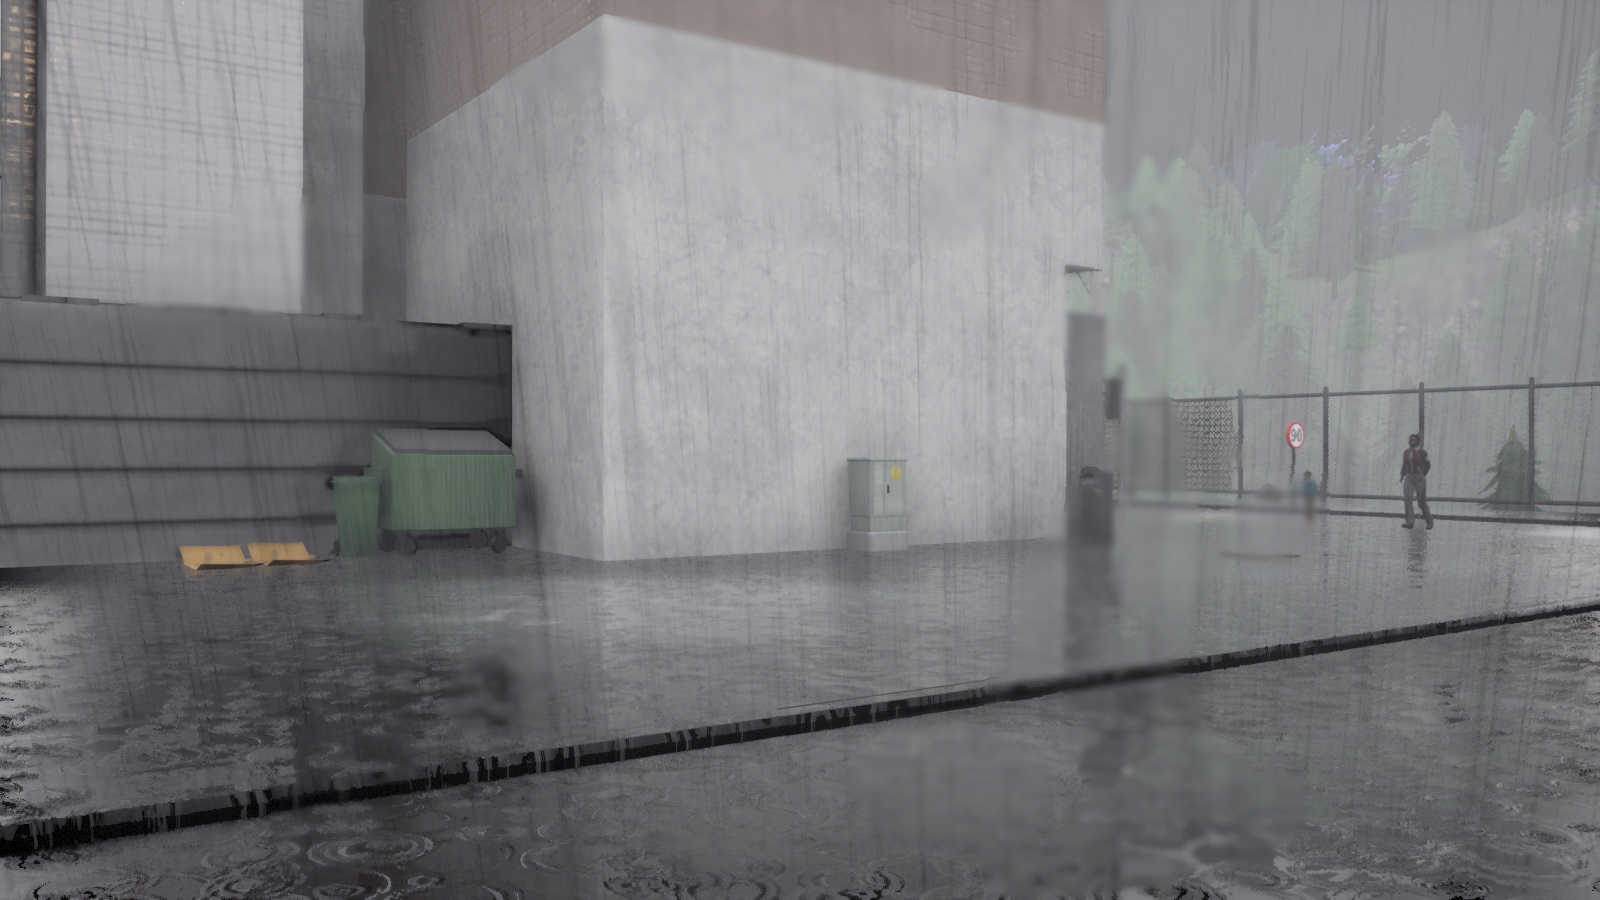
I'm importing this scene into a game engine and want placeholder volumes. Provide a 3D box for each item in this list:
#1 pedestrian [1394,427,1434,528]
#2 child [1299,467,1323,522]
[{"bbox_3d":[11.868,0.530,24.265,0.666,1.930,0.402,0,0,-34],"label":"pedestrian"},{"bbox_3d":[11.234,0.971,27.629,0.343,1.192,0.448,0,0,44],"label":"child"}]
